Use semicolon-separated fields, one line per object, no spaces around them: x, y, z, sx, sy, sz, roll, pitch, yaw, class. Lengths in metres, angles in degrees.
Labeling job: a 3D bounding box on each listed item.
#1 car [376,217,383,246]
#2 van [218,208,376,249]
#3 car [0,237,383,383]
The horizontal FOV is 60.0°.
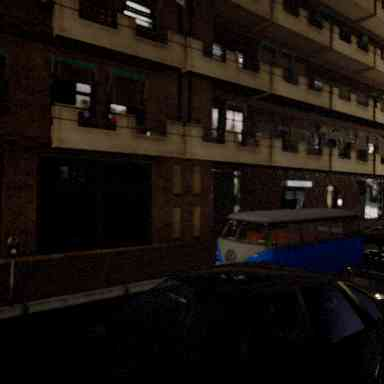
6.894;1.495;10.995;4.403;1.369;2.008;0;1;-35;car
2.363;1.308;7.761;3.998;1.788;1.690;0;1;-35;van
0.478;1.536;3.403;5.357;1.411;2.033;0;0;-35;car
